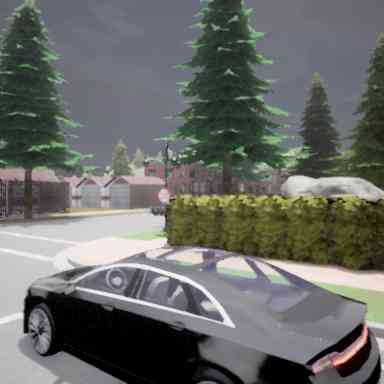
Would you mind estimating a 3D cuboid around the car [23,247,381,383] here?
[{"bbox_3d":[-0.358,1.492,4.334,4.902,1.511,2.128,0,0,38],"label":"car"}]

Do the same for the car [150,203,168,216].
[{"bbox_3d":[-1.911,1.472,31.732,1.837,1.490,4.892,0,0,36],"label":"car"}]
